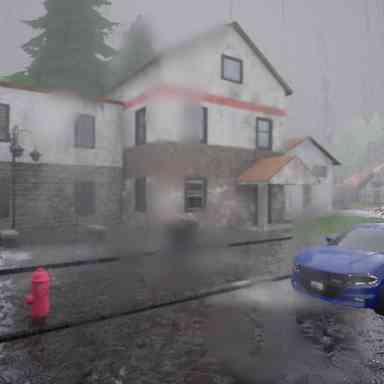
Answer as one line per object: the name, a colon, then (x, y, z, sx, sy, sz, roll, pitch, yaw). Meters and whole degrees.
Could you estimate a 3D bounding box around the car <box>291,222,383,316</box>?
car: (4.379, 1.463, 7.586, 5.008, 1.535, 1.882, 0, 0, -34)
